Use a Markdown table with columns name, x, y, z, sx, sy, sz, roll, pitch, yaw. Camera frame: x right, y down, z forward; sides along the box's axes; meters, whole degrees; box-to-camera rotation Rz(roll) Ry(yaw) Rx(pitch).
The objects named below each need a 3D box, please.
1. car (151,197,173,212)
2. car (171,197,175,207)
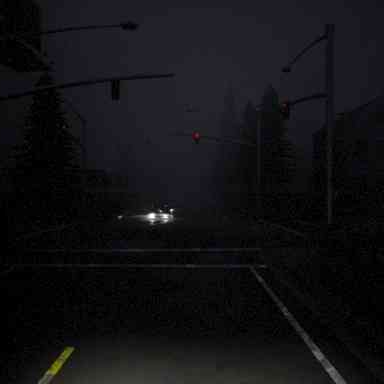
| name | x | y | z | sx | sy | sz | roll | pitch | yaw |
| --- | --- | --- | --- | --- | --- | --- | --- | --- | --- |
| car | -3.582 | 1.591 | 38.142 | 1.895 | 1.301 | 4.718 | 0 | 0 | 0 |
| car | -3.560 | 1.493 | 48.267 | 1.837 | 1.490 | 4.892 | 0 | 0 | 0 |
